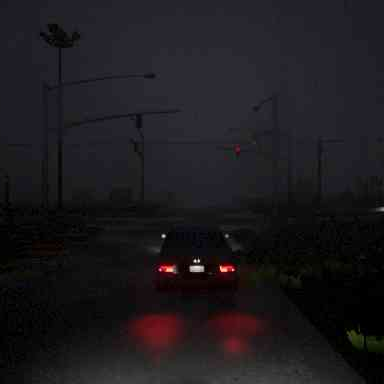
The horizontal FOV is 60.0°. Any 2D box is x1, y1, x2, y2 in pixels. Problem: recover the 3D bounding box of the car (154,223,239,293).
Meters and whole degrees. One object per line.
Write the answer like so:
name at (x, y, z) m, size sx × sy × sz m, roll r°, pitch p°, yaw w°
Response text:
car at (0.090, 1.547, 8.996) m, size 2.033 × 1.411 × 5.357 m, roll 0°, pitch 0°, yaw 0°
